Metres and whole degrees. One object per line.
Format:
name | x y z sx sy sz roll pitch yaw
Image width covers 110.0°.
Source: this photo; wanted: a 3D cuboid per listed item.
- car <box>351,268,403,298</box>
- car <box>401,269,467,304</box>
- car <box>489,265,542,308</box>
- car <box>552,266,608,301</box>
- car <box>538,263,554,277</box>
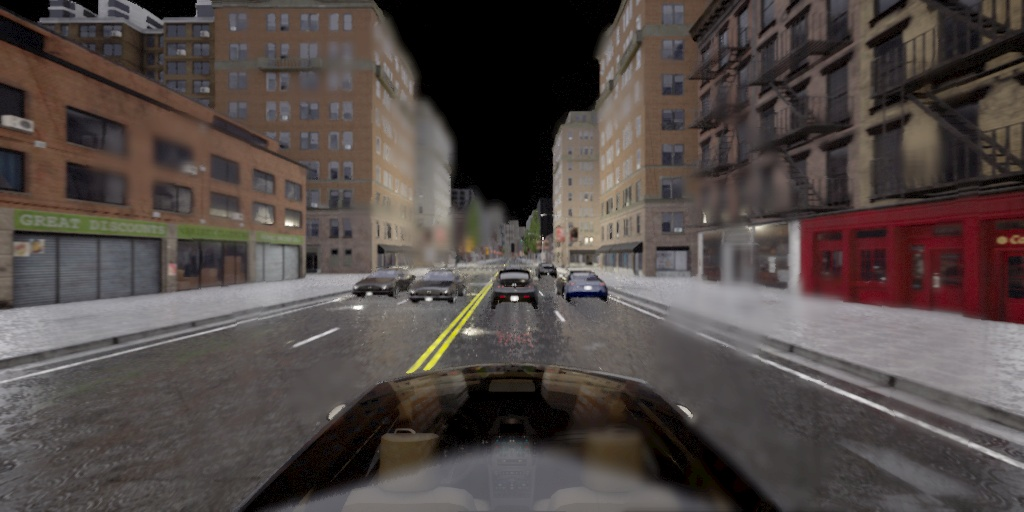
car | -6.547 1.367 19.140 2.033 1.411 5.357 0 0 1
car | -3.315 1.359 17.000 2.033 1.411 5.357 0 0 0
car | 0.094 1.310 15.478 1.837 1.490 4.892 0 0 0
car | 3.344 1.378 17.768 1.994 1.385 4.181 0 0 0
car | 3.334 1.390 35.355 1.837 1.490 4.892 0 0 0
